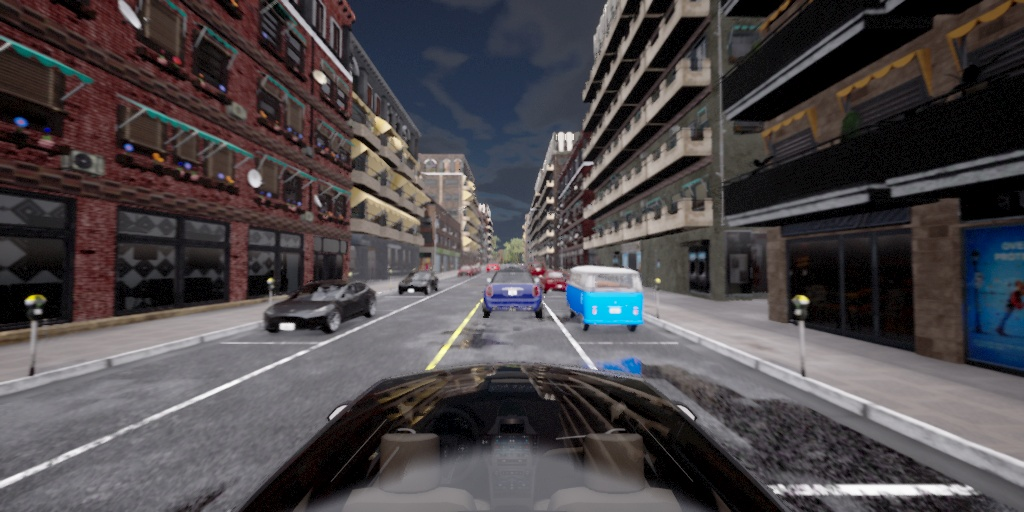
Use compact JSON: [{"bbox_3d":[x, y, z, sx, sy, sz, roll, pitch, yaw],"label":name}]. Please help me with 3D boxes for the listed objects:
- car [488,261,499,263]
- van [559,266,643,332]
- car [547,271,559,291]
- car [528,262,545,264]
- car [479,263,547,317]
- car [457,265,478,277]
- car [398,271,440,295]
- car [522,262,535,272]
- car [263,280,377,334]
[{"bbox_3d":[-3.079,1.779,59.360,2.150,2.045,5.566,0,-1,1],"label":"car"},{"bbox_3d":[2.686,1.224,11.214,1.690,1.789,3.998,0,0,0],"label":"van"},{"bbox_3d":[2.681,1.584,22.354,1.888,1.381,4.507,0,0,0],"label":"car"},{"bbox_3d":[2.674,1.587,39.066,2.192,1.841,5.009,0,0,0],"label":"car"},{"bbox_3d":[0.039,1.275,14.152,2.097,1.767,4.553,0,-1,0],"label":"car"},{"bbox_3d":[-5.709,1.896,44.673,1.888,1.381,4.507,0,0,0],"label":"car"},{"bbox_3d":[-5.699,1.604,22.390,1.948,1.339,4.313,0,0,0],"label":"car"},{"bbox_3d":[2.971,1.990,65.096,2.097,1.767,4.553,0,-1,0],"label":"car"},{"bbox_3d":[-5.694,1.448,11.249,1.948,1.339,4.313,0,0,0],"label":"car"}]
